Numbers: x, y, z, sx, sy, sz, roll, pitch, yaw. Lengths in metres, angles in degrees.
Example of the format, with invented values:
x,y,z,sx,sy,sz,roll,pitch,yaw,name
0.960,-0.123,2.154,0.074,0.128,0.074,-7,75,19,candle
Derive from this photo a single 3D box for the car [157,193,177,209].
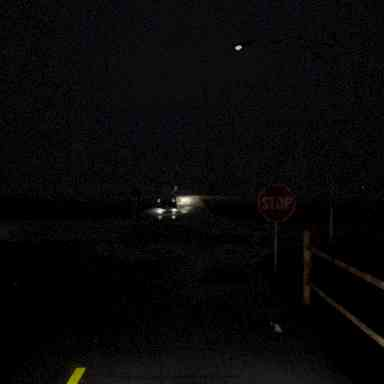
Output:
x,y,z,sx,sy,sz,roll,pitch,yaw,name
-2.849,0.925,38.623,2.097,1.767,4.553,0,0,0,car
